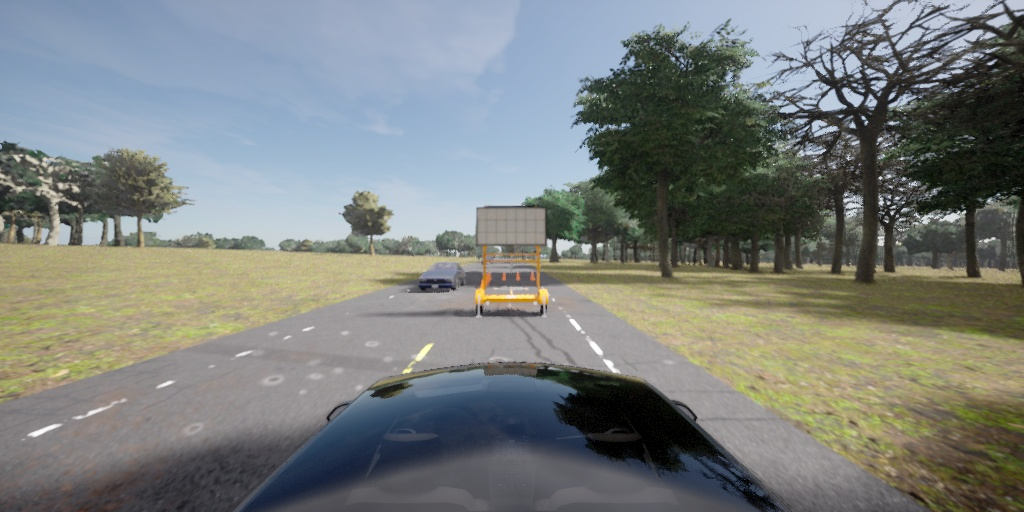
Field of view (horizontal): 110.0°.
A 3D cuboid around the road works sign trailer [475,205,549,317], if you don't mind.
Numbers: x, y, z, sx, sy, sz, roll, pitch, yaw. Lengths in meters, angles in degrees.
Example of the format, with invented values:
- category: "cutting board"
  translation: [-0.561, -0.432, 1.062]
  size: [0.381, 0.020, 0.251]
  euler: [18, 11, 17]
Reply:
- category: "road works sign trailer"
  translation: [-0.017, 0.058, 12.320]
  size: [2.380, 3.560, 2.880]
  euler: [0, 0, 0]

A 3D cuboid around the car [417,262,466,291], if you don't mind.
- category: "car"
  translation: [-3.650, 1.046, 19.667]
  size: [2.033, 1.411, 5.357]
  euler: [0, 1, 0]

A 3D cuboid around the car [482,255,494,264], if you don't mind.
- category: "car"
  translation: [-4.007, 0.647, 60.728]
  size: [1.837, 1.490, 4.892]
  euler: [0, 0, 0]
